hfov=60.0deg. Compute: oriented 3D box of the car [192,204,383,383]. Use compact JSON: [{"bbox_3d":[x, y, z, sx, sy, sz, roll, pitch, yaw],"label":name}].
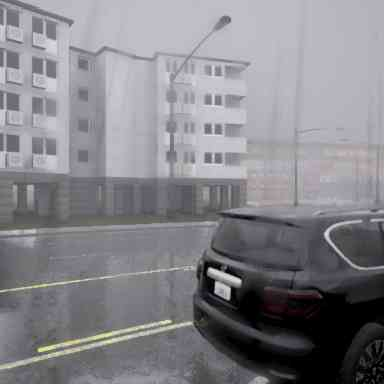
[{"bbox_3d":[2.699,1.216,4.969,5.566,2.045,2.150,1,0,-28],"label":"car"}]
